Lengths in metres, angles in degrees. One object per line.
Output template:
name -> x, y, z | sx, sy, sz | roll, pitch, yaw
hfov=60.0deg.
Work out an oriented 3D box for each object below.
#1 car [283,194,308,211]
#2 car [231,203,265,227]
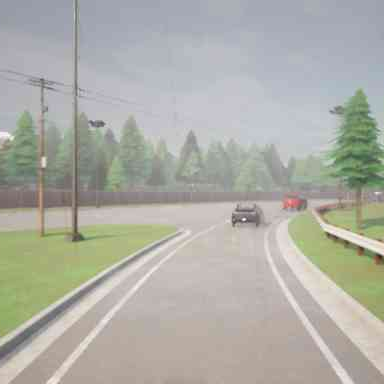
car -> 13.596, 1.340, 43.655 | 2.150, 2.045, 5.566 | 0, 0, 31
car -> 3.986, 1.549, 23.396 | 2.128, 1.511, 4.902 | 0, 0, 17
